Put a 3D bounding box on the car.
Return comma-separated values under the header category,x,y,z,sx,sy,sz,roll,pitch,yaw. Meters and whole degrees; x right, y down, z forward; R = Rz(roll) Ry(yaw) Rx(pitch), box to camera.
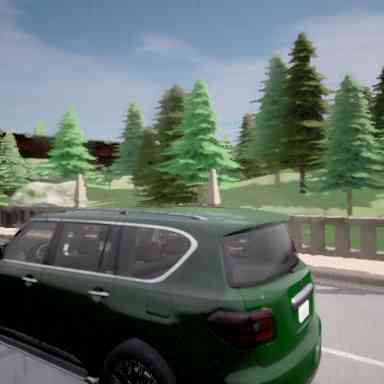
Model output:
category,x,y,z,sx,sy,sz,roll,pitch,yaw
car,-1.190,1.204,4.595,5.566,2.045,2.150,0,0,33
